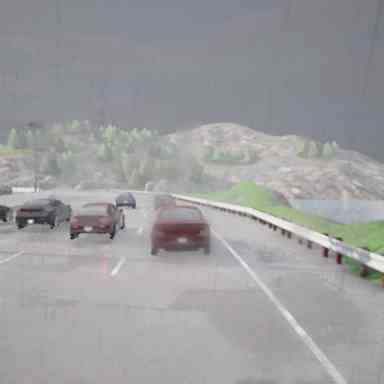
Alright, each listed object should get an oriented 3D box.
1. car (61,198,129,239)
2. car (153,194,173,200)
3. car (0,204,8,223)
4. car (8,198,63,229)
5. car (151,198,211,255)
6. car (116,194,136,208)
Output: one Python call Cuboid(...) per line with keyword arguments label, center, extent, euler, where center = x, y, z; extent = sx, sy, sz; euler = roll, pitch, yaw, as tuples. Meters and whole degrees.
Cuboid(label="car", center=(-4.185, 1.198, 15.129), extent=(1.812, 1.442, 4.674), euler=(0, 1, -4))
Cuboid(label="car", center=(-2.530, 0.887, 30.329), extent=(2.033, 1.411, 5.357), euler=(0, 1, -9))
Cuboid(label="car", center=(-11.494, 1.108, 18.007), extent=(2.128, 1.511, 4.902), euler=(0, 1, -6))
Cuboid(label="car", center=(-8.016, 1.109, 18.415), extent=(1.837, 1.490, 4.892), euler=(0, 1, -6))
Cuboid(label="car", center=(-0.456, 1.210, 12.181), extent=(1.882, 1.535, 5.008), euler=(0, 1, -4))
Cuboid(label="car", center=(-6.670, 0.840, 33.448), extent=(1.994, 1.385, 4.181), euler=(0, 1, -10))
